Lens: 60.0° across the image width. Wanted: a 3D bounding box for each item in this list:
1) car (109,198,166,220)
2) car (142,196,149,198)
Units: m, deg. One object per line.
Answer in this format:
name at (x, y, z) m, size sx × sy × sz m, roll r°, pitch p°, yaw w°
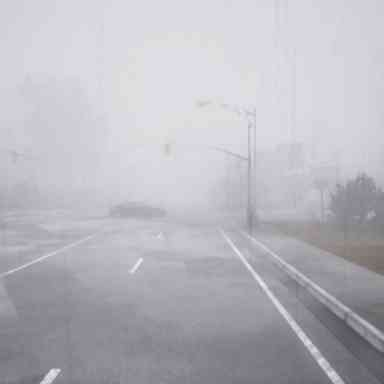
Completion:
car at (-4.802, 1.587, 29.485) m, size 5.008 × 1.535 × 1.882 m, roll 0°, pitch 0°, yaw -3°
car at (-10.628, 1.717, 76.344) m, size 1.812 × 1.442 × 4.674 m, roll 0°, pitch 0°, yaw -1°
